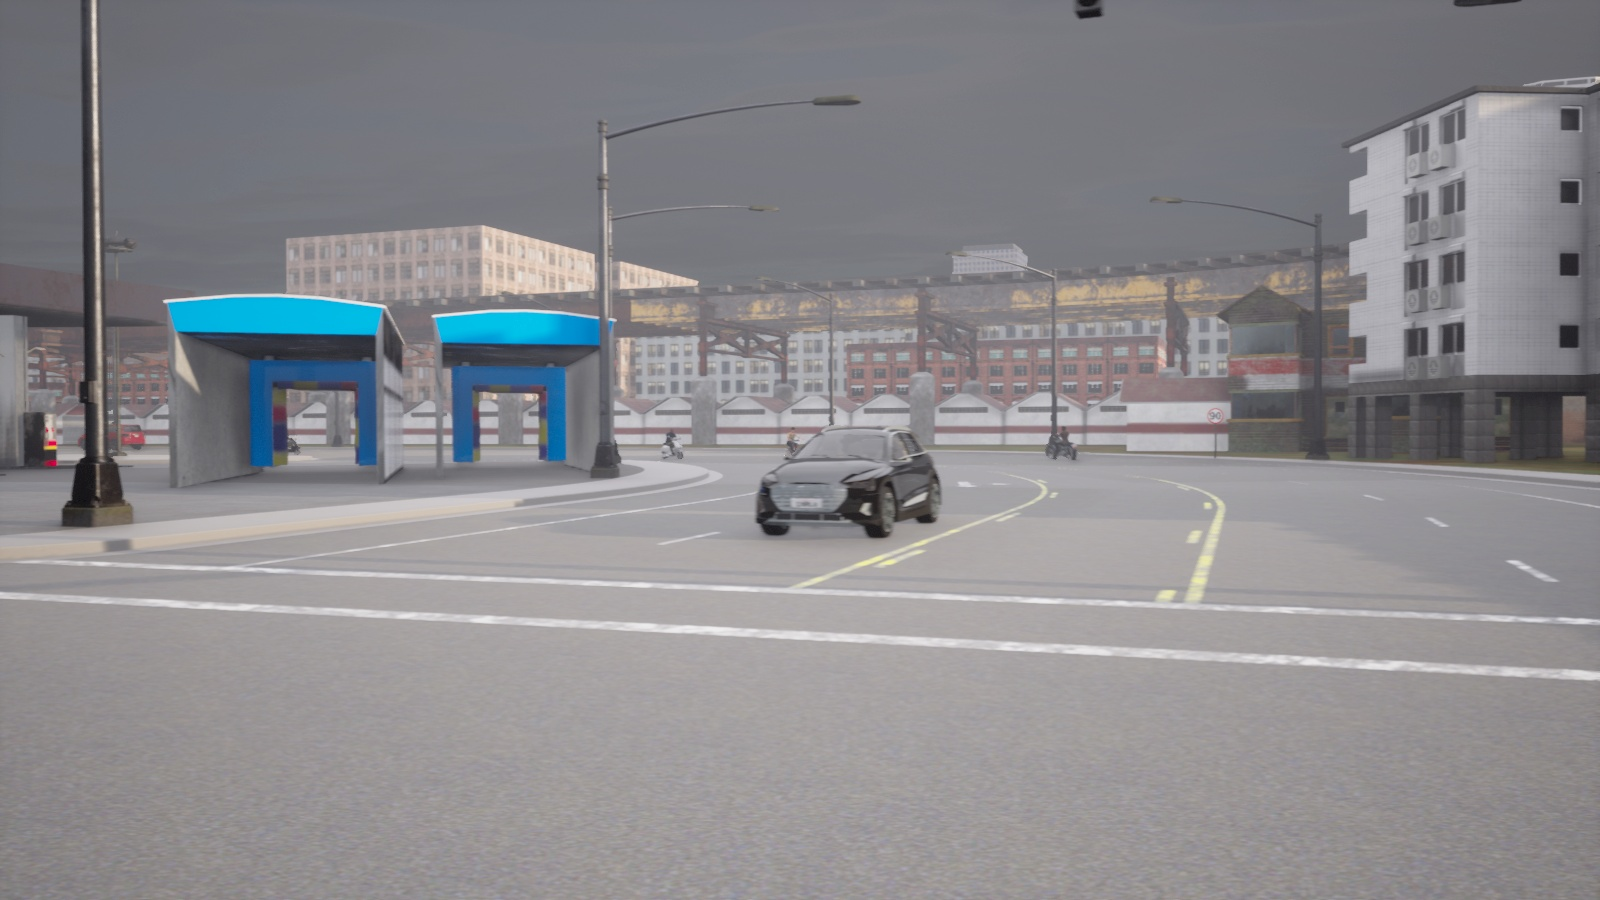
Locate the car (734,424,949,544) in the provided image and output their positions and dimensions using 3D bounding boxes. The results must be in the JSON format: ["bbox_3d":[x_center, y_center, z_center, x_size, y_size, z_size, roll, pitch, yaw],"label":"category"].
[{"bbox_3d":[0.822,0.428,19.922,2.033,1.649,4.856,1,1,20],"label":"car"}]

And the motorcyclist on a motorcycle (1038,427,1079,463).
[{"bbox_3d":[12.082,-0.227,58.718,0.766,1.649,2.350,-1,1,-20],"label":"motorcyclist on a motorcycle"}]

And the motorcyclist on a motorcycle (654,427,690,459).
[{"bbox_3d":[-6.392,-0.354,62.618,0.866,1.590,1.817,-1,2,-42],"label":"motorcyclist on a motorcycle"}]
